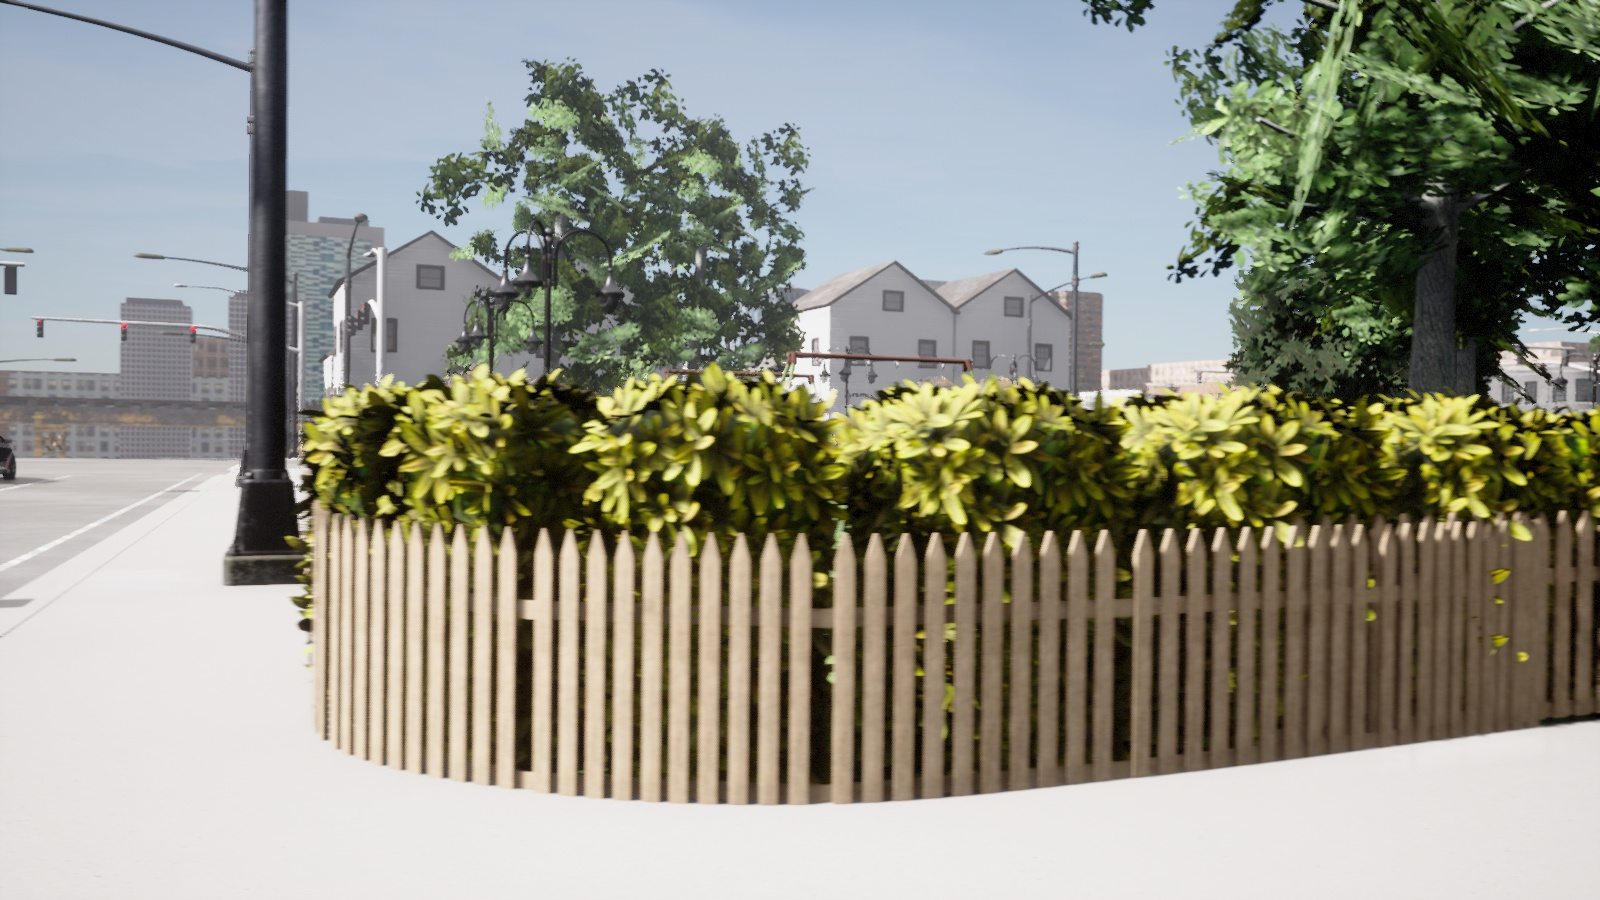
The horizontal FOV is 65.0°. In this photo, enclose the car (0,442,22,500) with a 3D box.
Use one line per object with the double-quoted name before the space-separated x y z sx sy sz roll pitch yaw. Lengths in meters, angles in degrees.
"car" -22.405 0.573 33.859 1.789 1.549 3.705 -1 0 -22
